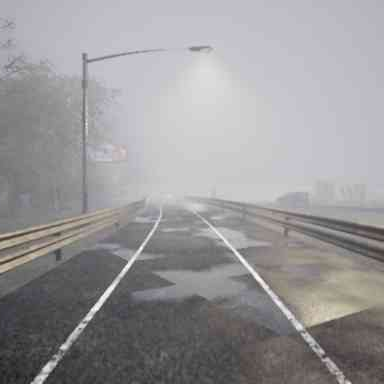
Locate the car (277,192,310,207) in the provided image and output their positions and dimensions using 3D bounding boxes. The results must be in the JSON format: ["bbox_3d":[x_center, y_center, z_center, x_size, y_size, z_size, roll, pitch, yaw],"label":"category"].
[{"bbox_3d":[14.789,1.022,48.746,2.150,2.045,5.566,0,0,-22],"label":"car"}]

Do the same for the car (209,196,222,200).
[{"bbox_3d":[4.747,1.484,73.825,1.895,1.301,4.718,0,0,-22],"label":"car"}]
